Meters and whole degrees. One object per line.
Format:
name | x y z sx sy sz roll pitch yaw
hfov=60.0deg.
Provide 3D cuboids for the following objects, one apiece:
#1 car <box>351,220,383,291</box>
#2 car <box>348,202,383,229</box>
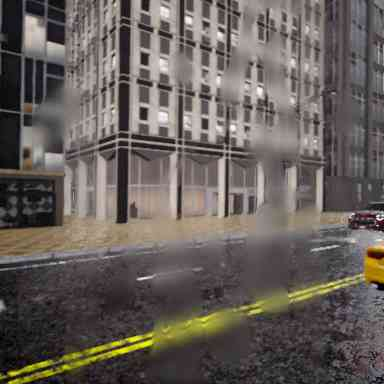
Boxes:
car | 6.006 1.482 7.729 5.008 1.535 1.882 0 0 -35
car | 11.228 1.363 19.673 4.553 1.767 2.097 0 0 -35
